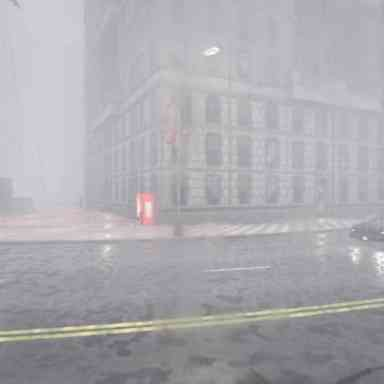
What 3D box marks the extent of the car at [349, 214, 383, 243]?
[{"bbox_3d":[9.568,1.519,14.818,5.357,1.411,2.033,0,0,-24],"label":"car"}]
